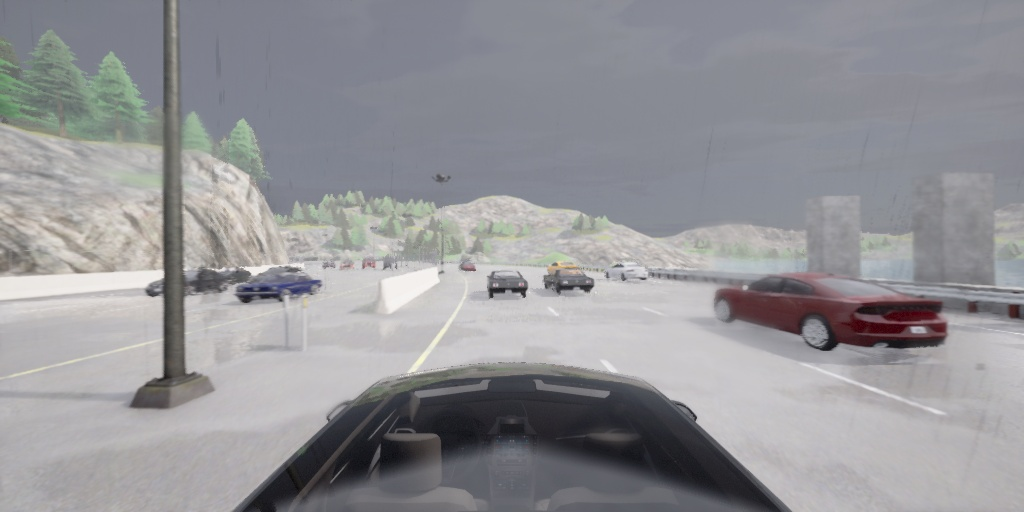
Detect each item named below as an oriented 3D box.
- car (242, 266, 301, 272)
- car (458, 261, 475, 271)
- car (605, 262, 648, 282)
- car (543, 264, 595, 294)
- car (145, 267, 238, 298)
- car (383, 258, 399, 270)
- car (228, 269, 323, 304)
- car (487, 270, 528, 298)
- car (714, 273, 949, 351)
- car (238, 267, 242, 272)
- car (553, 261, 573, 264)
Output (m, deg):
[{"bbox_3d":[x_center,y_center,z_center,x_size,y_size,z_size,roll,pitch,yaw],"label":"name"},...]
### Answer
[{"bbox_3d":[-15.524,1.469,24.148,1.837,1.490,4.892,-1,-1,-7],"label":"car"},{"bbox_3d":[-6.591,1.473,51.985,1.994,1.385,4.181,0,0,-16],"label":"car"},{"bbox_3d":[8.978,1.219,28.314,1.812,1.442,4.674,0,0,-8],"label":"car"},{"bbox_3d":[3.010,1.348,20.203,1.895,1.301,4.718,-1,0,-6],"label":"car"},{"bbox_3d":[-18.661,1.518,20.941,1.812,1.442,4.674,-1,0,-6],"label":"car"},{"bbox_3d":[-20.222,1.300,59.848,2.150,2.045,5.566,0,0,-19],"label":"car"},{"bbox_3d":[-11.296,1.505,17.752,1.895,1.301,4.718,-1,0,-5],"label":"car"},{"bbox_3d":[-0.388,1.384,19.037,1.895,1.301,4.718,-1,0,-6],"label":"car"},{"bbox_3d":[7.091,1.160,8.819,1.882,1.535,5.008,0,0,-2],"label":"car"},{"bbox_3d":[-23.394,1.625,29.601,1.994,1.385,4.181,-1,0,-9],"label":"car"},{"bbox_3d":[4.681,1.229,33.577,1.882,1.535,5.008,0,0,-10],"label":"car"}]
